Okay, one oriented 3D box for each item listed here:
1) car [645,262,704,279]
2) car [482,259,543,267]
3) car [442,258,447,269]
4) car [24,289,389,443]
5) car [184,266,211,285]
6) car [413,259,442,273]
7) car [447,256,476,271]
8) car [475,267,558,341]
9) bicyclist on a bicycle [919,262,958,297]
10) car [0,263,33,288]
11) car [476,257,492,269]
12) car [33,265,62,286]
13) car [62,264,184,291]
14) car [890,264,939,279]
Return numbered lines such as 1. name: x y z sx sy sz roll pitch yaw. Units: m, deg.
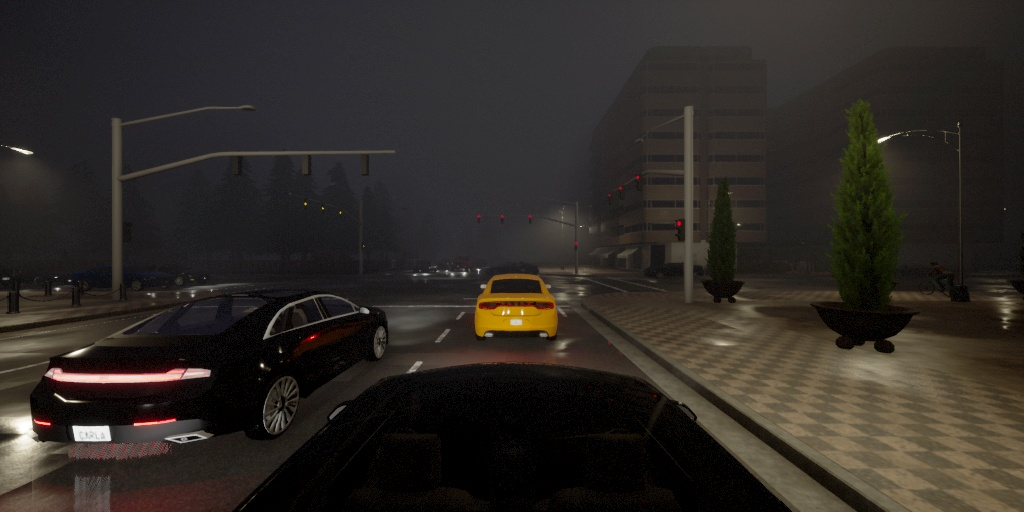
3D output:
1. car: 14.644 1.283 32.530 5.008 1.535 1.882 -1 0 0
2. car: 0.031 1.260 32.496 4.902 1.511 2.128 0 0 0
3. car: -9.750 1.102 52.916 2.097 1.767 4.553 0 0 7
4. car: -3.423 1.242 5.364 2.128 1.511 4.902 0 0 1
5. car: -24.015 1.310 25.241 4.892 1.490 1.837 0 0 1
6. car: -10.400 1.297 43.601 2.033 1.411 5.357 0 0 2
7. car: -6.709 0.971 48.428 2.150 2.045 5.566 0 0 4
8. car: 0.107 1.228 9.946 1.882 1.535 5.008 0 0 0
9. bicyclist on a bicycle: 20.288 1.106 17.061 0.582 1.620 1.656 0 0 0
10. car: -33.366 1.027 21.707 5.566 2.045 2.150 0 0 0
11. car: -5.319 1.255 58.541 1.837 1.490 4.892 0 0 15
12. car: -33.757 1.353 25.204 5.357 1.411 2.033 0 0 0
13. car: -23.431 1.283 21.731 5.008 1.535 1.882 0 0 0
14. car: 35.551 1.406 32.573 4.718 1.301 1.895 0 0 0
